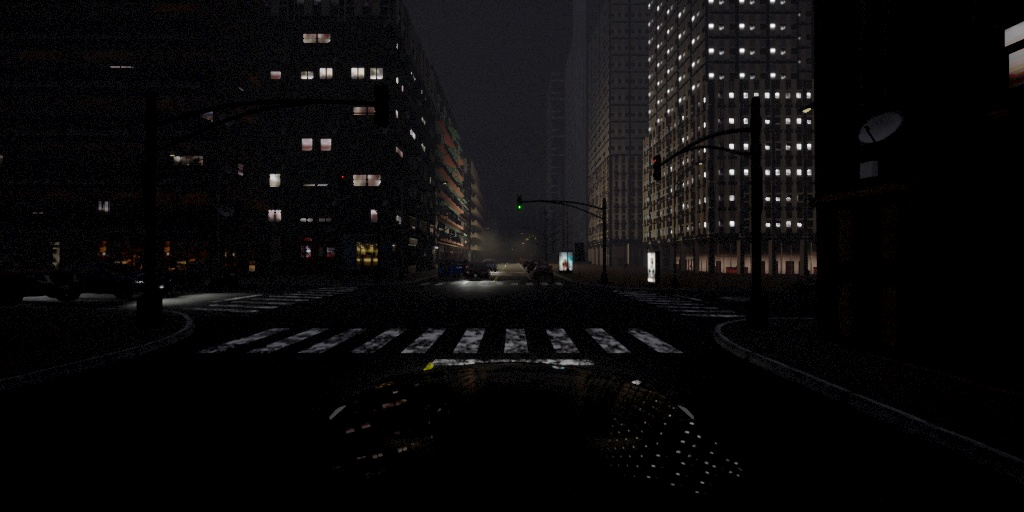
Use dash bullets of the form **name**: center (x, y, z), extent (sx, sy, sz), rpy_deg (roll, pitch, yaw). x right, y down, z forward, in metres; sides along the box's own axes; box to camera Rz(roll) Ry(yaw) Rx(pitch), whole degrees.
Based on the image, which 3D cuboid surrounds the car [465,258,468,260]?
- **car**: center (-5.597, 1.079, 38.032), extent (2.192, 1.841, 5.009), rpy_deg (0, 0, 0)

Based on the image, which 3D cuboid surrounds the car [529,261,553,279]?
- **car**: center (2.770, 1.343, 32.481), extent (1.802, 1.307, 4.207), rpy_deg (0, 0, 0)

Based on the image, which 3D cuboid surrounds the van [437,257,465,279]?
- **van**: center (-5.611, 1.102, 32.504), extent (1.690, 1.789, 3.998), rpy_deg (0, 0, 0)

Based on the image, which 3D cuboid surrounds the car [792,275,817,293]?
- **car**: center (19.444, 1.644, 21.670), extent (4.403, 1.370, 2.007), rpy_deg (0, 0, 0)

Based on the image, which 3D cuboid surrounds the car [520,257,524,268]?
- **car**: center (2.840, 1.221, 60.119), extent (1.967, 1.591, 4.097), rpy_deg (0, 0, 0)

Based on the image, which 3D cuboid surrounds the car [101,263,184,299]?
- **car**: center (-17.581, 1.033, 15.604), extent (4.674, 1.442, 1.812), rpy_deg (1, 0, 0)

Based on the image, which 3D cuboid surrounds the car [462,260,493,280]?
- **car**: center (-2.924, 1.295, 31.057), extent (1.812, 1.442, 4.674), rpy_deg (0, 0, 0)

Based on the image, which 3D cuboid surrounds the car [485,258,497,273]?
- **car**: center (-2.888, 1.301, 45.260), extent (1.812, 1.442, 4.674), rpy_deg (0, 0, 0)

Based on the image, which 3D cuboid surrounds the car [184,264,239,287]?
- **car**: center (-18.744, 1.104, 21.363), extent (4.313, 1.339, 1.948), rpy_deg (0, 0, 0)

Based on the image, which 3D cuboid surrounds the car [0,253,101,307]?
- **car**: center (-18.744, 0.784, 12.983), extent (5.009, 1.841, 2.192), rpy_deg (0, 0, 0)

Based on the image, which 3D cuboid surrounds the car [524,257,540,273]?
- **car**: center (2.798, 1.208, 43.537), extent (1.967, 1.591, 4.097), rpy_deg (0, 0, 0)
